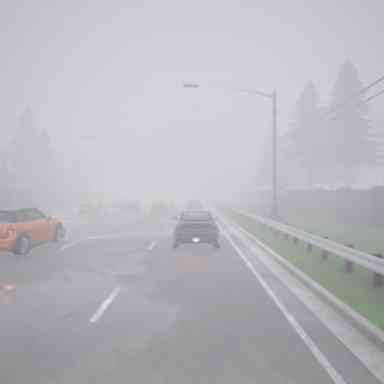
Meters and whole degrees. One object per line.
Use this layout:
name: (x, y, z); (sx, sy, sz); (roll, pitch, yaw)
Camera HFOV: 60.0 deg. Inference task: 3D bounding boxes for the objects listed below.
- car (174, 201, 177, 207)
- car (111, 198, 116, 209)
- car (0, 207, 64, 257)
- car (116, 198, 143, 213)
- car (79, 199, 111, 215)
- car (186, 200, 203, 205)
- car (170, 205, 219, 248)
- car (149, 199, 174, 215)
car: (-3.234, 1.694, 47.267); (1.895, 1.301, 4.718); (0, 0, 1)
car: (-10.239, 1.561, 46.938); (2.128, 1.511, 4.902); (0, 0, 1)
car: (-6.840, 1.359, 13.182); (2.097, 1.767, 4.553); (0, 0, 0)
car: (-6.706, 1.552, 37.465); (2.128, 1.511, 4.902); (0, 0, 0)
car: (-10.320, 1.519, 34.983); (1.882, 1.535, 5.008); (0, 0, 0)
car: (0.292, 1.631, 37.285); (2.033, 1.411, 5.357); (0, 0, 0)
car: (0.172, 1.539, 14.937); (1.837, 1.490, 4.892); (0, 0, 0)
car: (-3.317, 1.544, 35.158); (1.882, 1.535, 5.008); (0, 0, 0)
